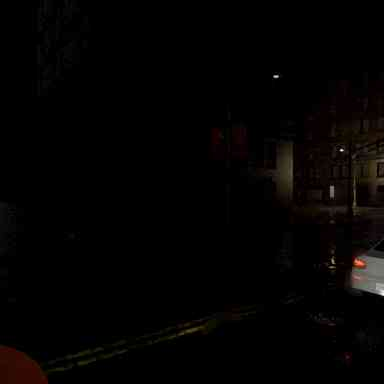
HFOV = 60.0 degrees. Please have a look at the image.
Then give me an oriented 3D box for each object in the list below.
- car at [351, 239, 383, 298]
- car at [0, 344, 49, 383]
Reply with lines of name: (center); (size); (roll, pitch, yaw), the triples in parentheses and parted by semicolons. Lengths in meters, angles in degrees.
car: (5.271, 1.528, 7.195); (4.674, 1.442, 1.812); (0, 0, -35)
car: (-3.161, 1.477, 1.190); (5.008, 1.535, 1.882); (0, 0, -35)
